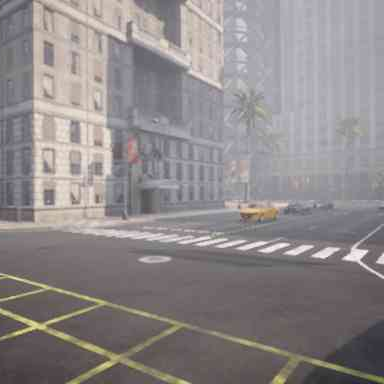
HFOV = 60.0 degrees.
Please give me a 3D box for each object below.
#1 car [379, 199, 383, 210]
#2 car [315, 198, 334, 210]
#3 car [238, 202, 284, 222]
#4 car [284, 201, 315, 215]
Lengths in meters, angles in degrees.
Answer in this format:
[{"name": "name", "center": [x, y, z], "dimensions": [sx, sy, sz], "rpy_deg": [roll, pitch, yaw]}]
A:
[{"name": "car", "center": [25.388, 1.569, 42.901], "dimensions": [1.812, 1.442, 4.674], "rpy_deg": [-1, -1, 35]}, {"name": "car", "center": [17.422, 1.614, 44.103], "dimensions": [2.128, 1.511, 4.902], "rpy_deg": [-1, 0, 36]}, {"name": "car", "center": [5.589, 1.602, 27.593], "dimensions": [1.882, 1.535, 5.008], "rpy_deg": [-1, 0, 35]}, {"name": "car", "center": [11.337, 1.688, 35.675], "dimensions": [1.994, 1.385, 4.181], "rpy_deg": [-1, 0, 36]}]
